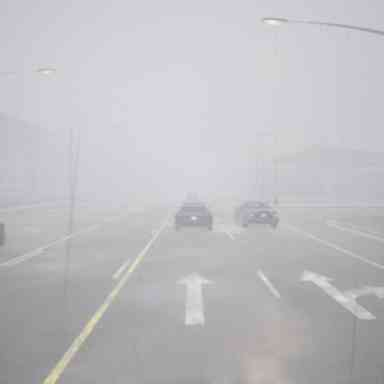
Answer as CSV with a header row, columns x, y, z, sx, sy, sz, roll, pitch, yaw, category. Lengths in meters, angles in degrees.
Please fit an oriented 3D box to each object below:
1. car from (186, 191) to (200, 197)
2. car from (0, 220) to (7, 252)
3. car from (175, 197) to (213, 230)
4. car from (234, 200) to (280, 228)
x,y,z,sx,sy,sz,roll,pitch,yaw,category
0.092,0.623,47.683,2.033,1.411,5.357,0,1,0,car
-7.004,1.324,8.840,1.882,1.535,5.008,0,1,0,car
0.096,1.218,18.344,1.994,1.385,4.181,0,1,0,car
3.600,1.184,19.249,2.033,1.411,5.357,0,1,0,car
